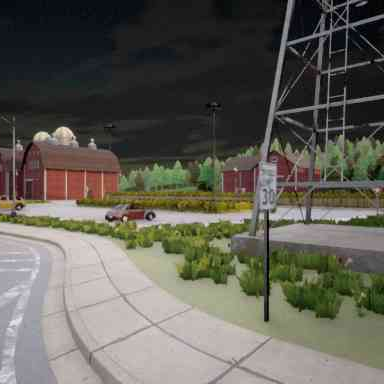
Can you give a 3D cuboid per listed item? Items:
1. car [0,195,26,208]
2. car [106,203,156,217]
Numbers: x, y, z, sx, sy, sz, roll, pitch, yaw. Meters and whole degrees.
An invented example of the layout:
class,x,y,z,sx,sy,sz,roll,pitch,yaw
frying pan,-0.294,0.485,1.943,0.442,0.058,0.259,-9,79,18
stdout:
class,x,y,z,sx,sy,sz,roll,pitch,yaw
car,-22.257,1.310,39.383,1.932,1.855,4.605,0,0,39
car,-4.637,1.521,25.422,1.784,1.438,3.905,0,0,39
